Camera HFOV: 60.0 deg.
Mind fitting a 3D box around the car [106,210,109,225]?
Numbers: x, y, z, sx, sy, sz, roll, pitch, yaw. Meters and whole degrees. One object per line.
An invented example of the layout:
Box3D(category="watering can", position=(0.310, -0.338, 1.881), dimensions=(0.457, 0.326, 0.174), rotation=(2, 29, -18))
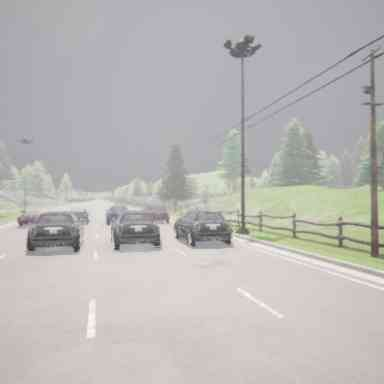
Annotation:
Box3D(category="car", position=(-6.930, 2.047, 31.211), dimensions=(2.097, 1.767, 4.553), rotation=(0, -1, -15))

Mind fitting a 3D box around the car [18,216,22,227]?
Box3D(category="car", position=(-13.543, 2.244, 28.834), dimensions=(1.895, 1.301, 4.718), rotation=(0, -1, -15))

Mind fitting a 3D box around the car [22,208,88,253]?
Box3D(category="car", position=(-6.294, 1.707, 15.830), dimensions=(2.097, 1.767, 4.553), rotation=(0, -1, -15))

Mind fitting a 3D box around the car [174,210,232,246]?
Box3D(category="car", position=(0.452, 1.748, 17.700), dimensions=(2.097, 1.767, 4.553), rotation=(0, -1, -15))

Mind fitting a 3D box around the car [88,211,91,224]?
Box3D(category="car", position=(-10.325, 2.169, 30.351), dimensions=(2.128, 1.511, 4.902), rotation=(0, -1, -15))

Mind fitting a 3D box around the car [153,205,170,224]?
Box3D(category="car", position=(-3.558, 2.068, 32.148), dimensions=(2.097, 1.767, 4.553), rotation=(0, -1, -15))

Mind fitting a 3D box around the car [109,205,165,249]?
Box3D(category="car", position=(-2.921, 1.727, 16.767), dimensions=(2.097, 1.767, 4.553), rotation=(0, -1, -15))
